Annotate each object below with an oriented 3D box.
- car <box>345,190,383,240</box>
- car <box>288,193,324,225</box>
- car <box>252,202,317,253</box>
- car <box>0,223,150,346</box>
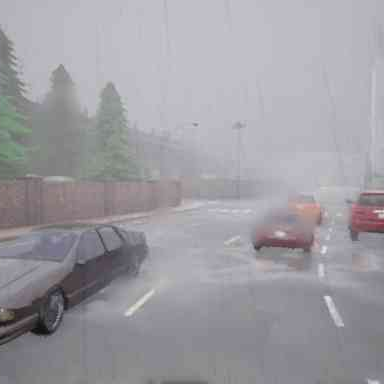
[{"bbox_3d":[8.186,0.936,14.832,2.150,2.045,5.566,1,1,24],"label":"car"},{"bbox_3d":[6.996,0.937,20.651,2.097,1.767,4.553,1,1,24],"label":"car"},{"bbox_3d":[3.572,1.304,12.677,1.994,1.385,4.181,1,1,21],"label":"car"},{"bbox_3d":[-2.546,1.387,6.807,2.033,1.411,5.357,0,1,14],"label":"car"}]
